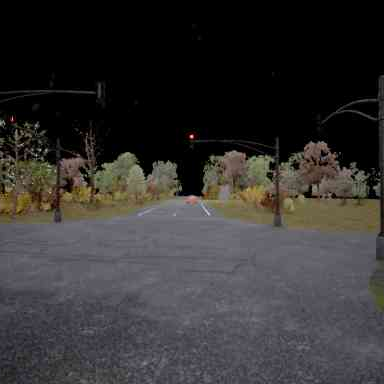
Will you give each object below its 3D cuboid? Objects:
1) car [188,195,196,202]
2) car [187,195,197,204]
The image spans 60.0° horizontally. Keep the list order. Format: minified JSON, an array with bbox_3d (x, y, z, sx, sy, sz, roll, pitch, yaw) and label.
[{"bbox_3d":[0.001,1.492,78.032,1.812,1.442,4.674,0,0,0],"label":"car"},{"bbox_3d":[0.002,1.461,67.997,2.097,1.767,4.553,0,0,0],"label":"car"}]
